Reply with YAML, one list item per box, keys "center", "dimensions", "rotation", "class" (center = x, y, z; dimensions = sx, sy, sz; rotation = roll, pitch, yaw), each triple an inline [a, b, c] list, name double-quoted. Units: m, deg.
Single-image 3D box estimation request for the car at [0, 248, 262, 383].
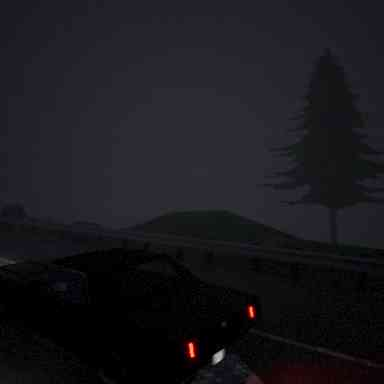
- center: [-1.466, 1.571, 5.143]
  dimensions: [4.718, 1.301, 1.895]
  rotation: [1, 0, 37]
  class: "car"
